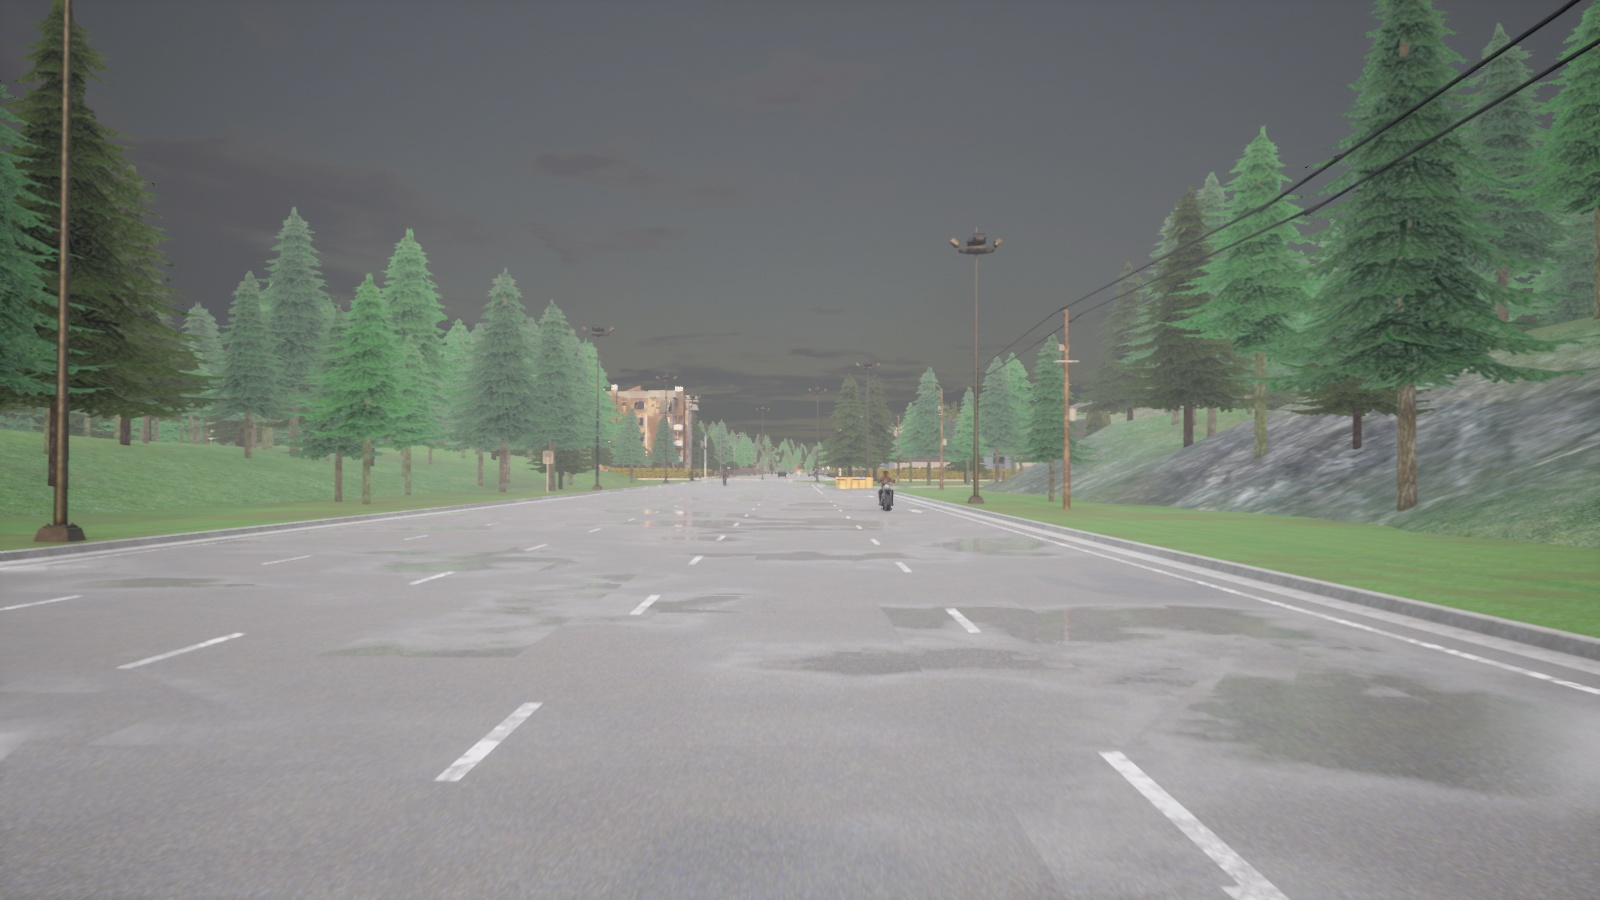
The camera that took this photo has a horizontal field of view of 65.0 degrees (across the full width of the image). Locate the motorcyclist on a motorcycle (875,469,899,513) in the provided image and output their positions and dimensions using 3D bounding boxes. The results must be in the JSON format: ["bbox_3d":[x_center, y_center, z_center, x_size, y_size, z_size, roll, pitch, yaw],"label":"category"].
[{"bbox_3d":[3.381,1.571,48.960,0.766,1.649,2.350,0,-1,0],"label":"motorcyclist on a motorcycle"}]
